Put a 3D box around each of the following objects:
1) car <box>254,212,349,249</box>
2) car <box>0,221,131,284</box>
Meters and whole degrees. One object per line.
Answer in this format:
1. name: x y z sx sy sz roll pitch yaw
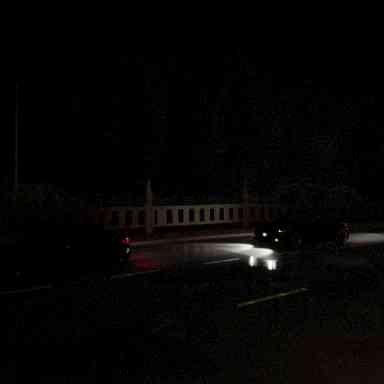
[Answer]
1. car: 4.773 1.564 14.509 4.181 1.385 1.994 0 0 -26
2. car: -3.917 1.564 9.592 4.181 1.385 1.994 0 0 -31
